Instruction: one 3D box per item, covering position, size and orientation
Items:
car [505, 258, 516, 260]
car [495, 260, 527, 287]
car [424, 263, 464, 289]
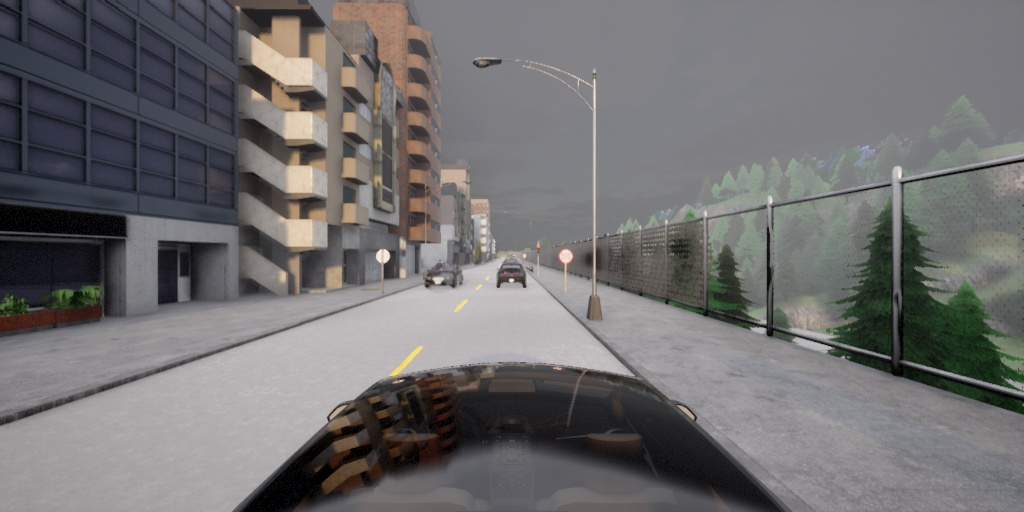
[{"bbox_3d":[-0.149,1.071,42.700,2.097,1.767,4.553,0,0,0],"label":"car"},{"bbox_3d":[-0.039,1.235,24.103,1.837,1.490,4.892,0,-1,0],"label":"car"},{"bbox_3d":[-4.208,1.224,22.756,2.128,1.511,4.902,0,0,0],"label":"car"}]
